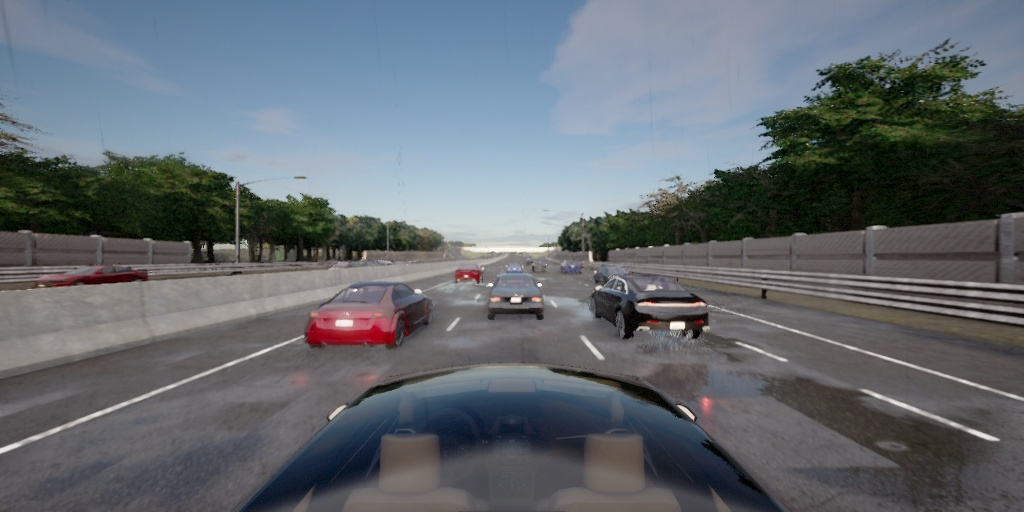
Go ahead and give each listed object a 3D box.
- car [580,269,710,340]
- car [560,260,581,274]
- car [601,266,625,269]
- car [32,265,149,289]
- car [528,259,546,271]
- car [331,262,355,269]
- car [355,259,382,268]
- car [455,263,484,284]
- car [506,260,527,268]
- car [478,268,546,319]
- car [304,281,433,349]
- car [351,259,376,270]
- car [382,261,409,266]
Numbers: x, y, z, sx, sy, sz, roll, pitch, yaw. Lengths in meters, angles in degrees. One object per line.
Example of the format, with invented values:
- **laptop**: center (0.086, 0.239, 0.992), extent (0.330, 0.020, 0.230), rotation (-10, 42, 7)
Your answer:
- **car**: center (3.514, 1.268, 10.022), extent (2.128, 1.511, 4.902), rotation (0, 0, 0)
- **car**: center (7.319, 1.293, 45.158), extent (2.097, 1.767, 4.553), rotation (0, 0, 1)
- **car**: center (7.082, 1.387, 25.508), extent (2.033, 1.411, 5.357), rotation (0, 0, 1)
- **car**: center (-24.386, 1.296, 21.049), extent (1.882, 1.535, 5.008), rotation (0, 0, -1)
- **car**: center (3.782, 1.459, 50.811), extent (2.128, 1.511, 4.902), rotation (0, 0, 1)
- **car**: center (-20.856, 1.460, 44.778), extent (1.812, 1.442, 4.674), rotation (0, 0, 1)
- **car**: center (-17.353, 1.430, 45.277), extent (2.128, 1.511, 4.902), rotation (0, 0, 1)
- **car**: center (-3.305, 1.331, 28.513), extent (1.882, 1.535, 5.008), rotation (0, 0, 0)
- **car**: center (0.283, 1.462, 40.568), extent (2.033, 1.411, 5.357), rotation (0, 0, 0)
- **car**: center (0.124, 1.335, 12.964), extent (2.033, 1.411, 5.357), rotation (0, 0, 0)
- **car**: center (-3.387, 1.338, 9.263), extent (1.994, 1.385, 4.181), rotation (0, 0, 0)
- **car**: center (-24.167, 1.353, 58.444), extent (2.097, 1.767, 4.553), rotation (0, 0, 1)
- **car**: center (-13.866, 1.410, 44.264), extent (1.882, 1.535, 5.008), rotation (0, 0, 1)
